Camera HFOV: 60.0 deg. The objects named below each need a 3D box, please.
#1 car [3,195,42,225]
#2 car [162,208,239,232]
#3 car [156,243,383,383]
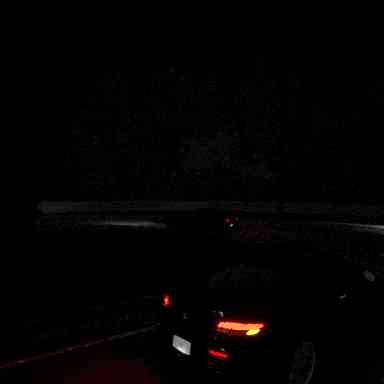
[{"bbox_3d":[-13.212,1.236,22.565,5.566,2.045,2.150,0,-1,-38],"label":"car"},{"bbox_3d":[0.448,1.679,21.003,4.718,1.301,1.895,0,0,32],"label":"car"},{"bbox_3d":[1.614,1.553,5.205,4.674,1.442,1.812,1,-1,-41],"label":"car"}]
